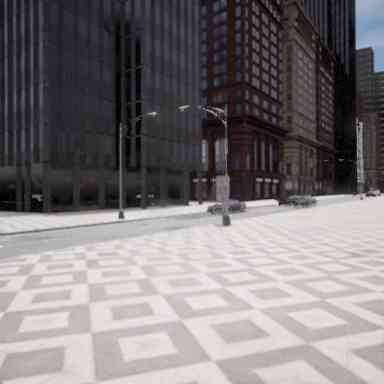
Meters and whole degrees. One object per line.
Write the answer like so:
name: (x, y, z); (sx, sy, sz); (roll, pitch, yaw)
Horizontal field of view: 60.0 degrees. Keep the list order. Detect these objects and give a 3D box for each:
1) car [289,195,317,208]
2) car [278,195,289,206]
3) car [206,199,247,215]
car: (14.840, 1.195, 43.462); (2.128, 1.511, 4.902); (0, 0, 35)
car: (13.804, 1.213, 47.178); (1.882, 1.535, 5.008); (0, 0, 35)
car: (3.568, 1.412, 32.976); (2.033, 1.411, 5.357); (0, 0, 36)
